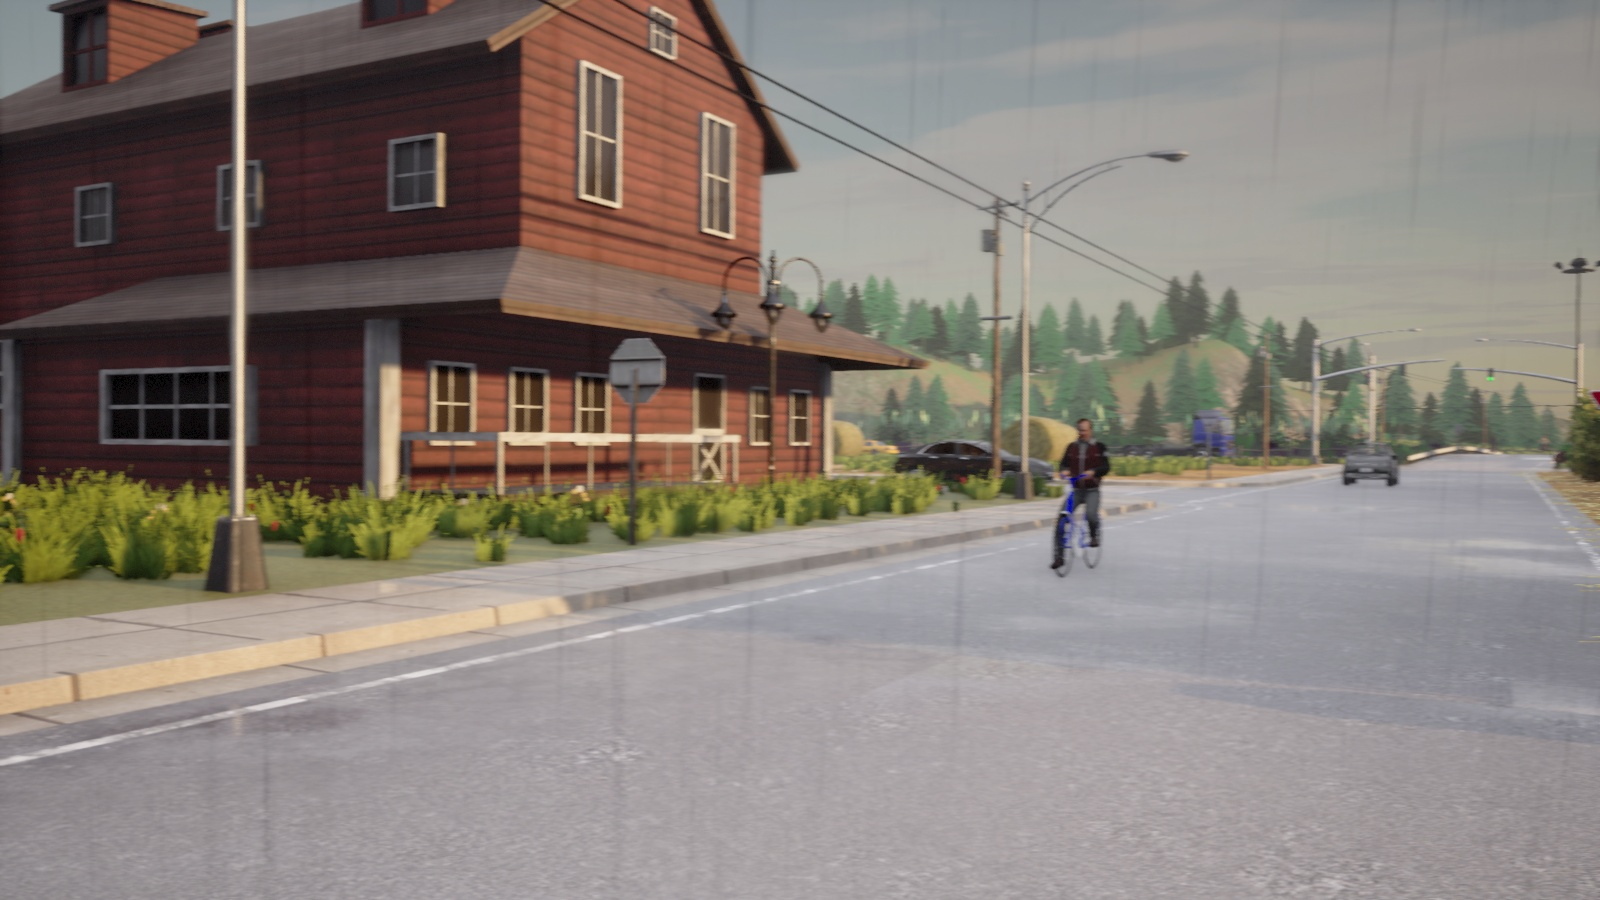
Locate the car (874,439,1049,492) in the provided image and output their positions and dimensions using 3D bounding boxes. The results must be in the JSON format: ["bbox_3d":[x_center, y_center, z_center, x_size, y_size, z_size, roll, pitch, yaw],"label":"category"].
[{"bbox_3d":[4.860,0.431,37.913,4.892,1.490,1.837,0,1,28],"label":"car"}]

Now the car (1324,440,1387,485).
[{"bbox_3d":[20.413,0.422,46.077,1.789,1.549,3.705,0,0,29],"label":"car"}]

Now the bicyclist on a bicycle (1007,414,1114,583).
[{"bbox_3d":[2.964,0.507,14.151,0.659,1.776,1.843,0,0,29],"label":"bicyclist on a bicycle"}]

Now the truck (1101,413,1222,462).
[{"bbox_3d":[26.052,-0.909,90.610,7.936,3.462,2.891,0,1,32],"label":"truck"}]
